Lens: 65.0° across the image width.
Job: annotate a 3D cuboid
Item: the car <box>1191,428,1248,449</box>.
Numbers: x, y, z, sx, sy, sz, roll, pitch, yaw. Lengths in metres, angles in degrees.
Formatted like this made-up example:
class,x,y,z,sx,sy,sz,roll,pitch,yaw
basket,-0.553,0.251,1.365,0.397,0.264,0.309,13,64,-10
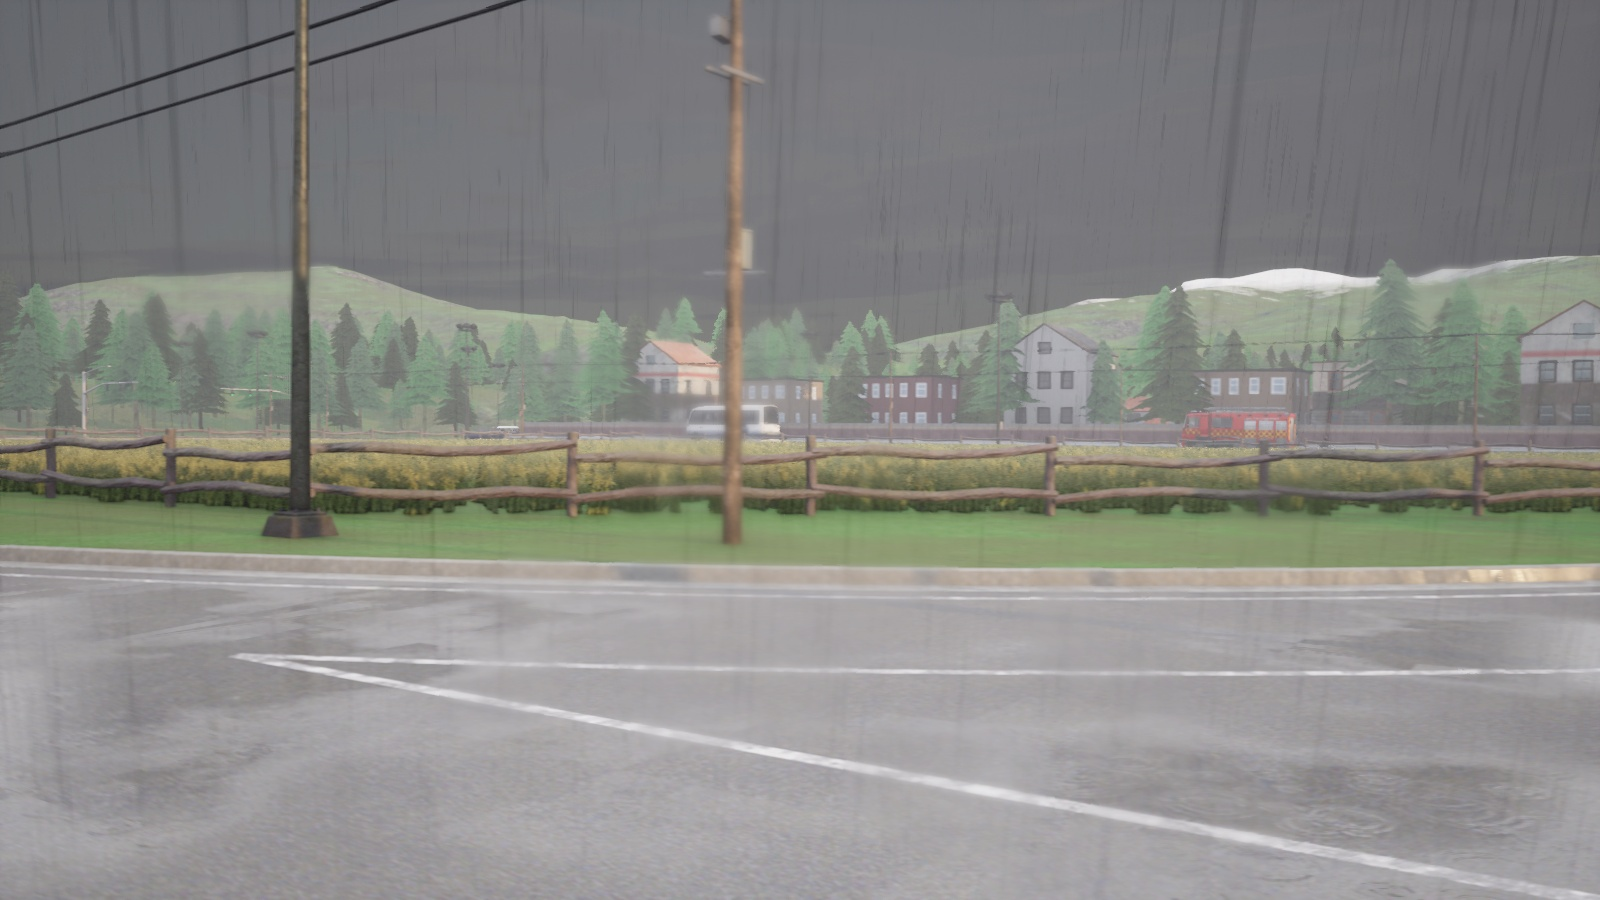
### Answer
class,x,y,z,sx,sy,sz,roll,pitch,yaw
car,31.492,-0.863,94.319,3.705,1.549,1.789,0,1,34
